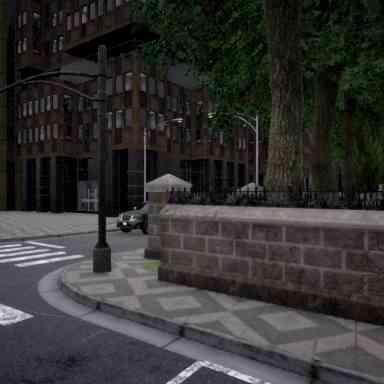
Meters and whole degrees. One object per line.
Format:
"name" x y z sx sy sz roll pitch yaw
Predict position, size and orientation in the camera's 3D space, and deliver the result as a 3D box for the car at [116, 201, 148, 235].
"car" -2.385 1.584 22.008 2.150 2.045 5.566 0 -1 35
